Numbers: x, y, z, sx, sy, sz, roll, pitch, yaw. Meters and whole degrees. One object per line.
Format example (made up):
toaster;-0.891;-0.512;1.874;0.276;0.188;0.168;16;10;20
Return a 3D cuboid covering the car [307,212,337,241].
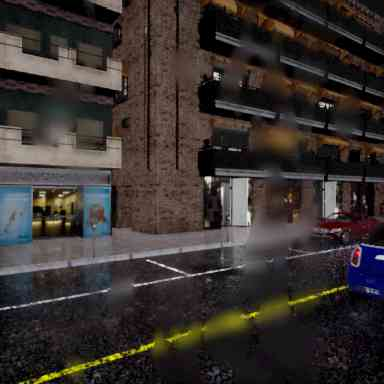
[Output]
car;7.172;1.583;15.538;4.206;1.307;1.802;0;0;-35

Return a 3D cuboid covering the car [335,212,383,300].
car;5.387;1.352;7.155;4.553;1.767;2.097;0;0;-35
